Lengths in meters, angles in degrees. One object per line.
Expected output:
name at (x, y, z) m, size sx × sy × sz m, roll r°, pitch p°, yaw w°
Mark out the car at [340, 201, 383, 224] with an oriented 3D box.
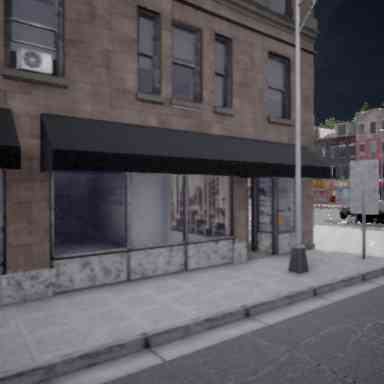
car at (11.603, 1.274, 20.224) m, size 1.882 × 1.535 × 5.008 m, roll 0°, pitch 1°, yaw -36°
